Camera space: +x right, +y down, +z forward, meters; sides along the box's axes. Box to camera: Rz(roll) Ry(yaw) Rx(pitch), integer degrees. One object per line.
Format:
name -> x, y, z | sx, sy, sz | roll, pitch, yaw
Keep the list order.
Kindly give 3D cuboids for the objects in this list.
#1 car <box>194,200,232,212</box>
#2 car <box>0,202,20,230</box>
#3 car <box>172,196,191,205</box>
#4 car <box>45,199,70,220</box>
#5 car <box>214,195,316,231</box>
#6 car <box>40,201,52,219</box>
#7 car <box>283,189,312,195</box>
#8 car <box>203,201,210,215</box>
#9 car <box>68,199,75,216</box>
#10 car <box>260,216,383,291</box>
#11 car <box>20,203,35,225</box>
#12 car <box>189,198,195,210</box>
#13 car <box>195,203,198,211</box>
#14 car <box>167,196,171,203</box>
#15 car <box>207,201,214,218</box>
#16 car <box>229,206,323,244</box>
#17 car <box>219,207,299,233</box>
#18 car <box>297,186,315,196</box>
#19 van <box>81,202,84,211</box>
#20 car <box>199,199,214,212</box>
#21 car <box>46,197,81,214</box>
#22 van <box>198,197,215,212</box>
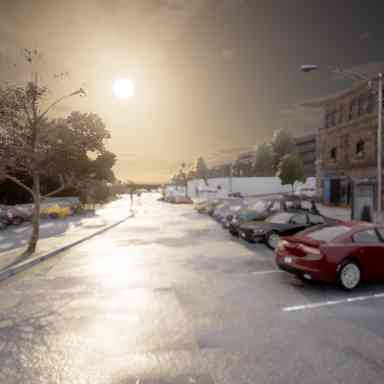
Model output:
car -> 2.860, 1.874, 45.242 | 4.792, 1.488, 2.163 | 1, -1, -25
car -> -13.994, 1.569, 21.505 | 4.553, 1.767, 2.185 | -1, 0, -22
car -> -1.892, 2.224, 82.810 | 4.553, 1.767, 2.185 | 1, -1, -30
car -> -14.358, 1.766, 30.443 | 5.366, 1.575, 1.946 | -1, -1, -24
car -> 4.391, 1.372, 18.128 | 5.566, 2.045, 2.435 | 1, 0, -22
car -> -14.337, 1.786, 27.408 | 4.674, 1.452, 2.002 | -1, 0, -23
car -> 17.626, 0.655, 57.281 | 2.002, 1.452, 4.674 | -6, 3, -30
car -> 3.814, 1.759, 30.213 | 4.674, 1.452, 2.002 | 1, -1, -24
car -> -14.896, 1.795, 33.243 | 5.366, 1.575, 1.946 | -1, 0, -24
car -> 4.660, 1.553, 9.085 | 5.008, 1.535, 2.097 | 1, -1, -21
car -> -14.167, 1.760, 24.452 | 4.674, 1.452, 2.002 | -1, 0, -23
car -> 2.772, 1.809, 42.182 | 5.366, 1.575, 1.946 | 1, 0, -25
car -> 3.218, 1.666, 39.264 | 4.553, 1.767, 2.185 | 1, 0, -25
car -> -2.901, 2.137, 88.740 | 5.566, 2.045, 2.435 | 1, 0, -30
car -> 3.996, 1.735, 27.194 | 4.674, 1.452, 2.002 | 1, 0, -23
car -> 4.521, 1.600, 15.121 | 5.008, 1.535, 2.097 | 1, 0, -22
car -> 4.286, 1.688, 21.164 | 4.674, 1.452, 2.002 | 1, -1, -23
car -> 20.578, 0.079, 57.772 | 2.435, 2.045, 5.566 | -6, 3, -30
van -> -15.081, 1.620, 39.275 | 4.442, 1.987, 1.878 | -1, -1, -24
car -> 3.634, 1.744, 33.226 | 4.892, 1.521, 2.231 | 1, 0, -24
car -> -14.916, 1.696, 36.285 | 4.553, 1.767, 2.185 | -1, 0, -24
van -> 3.315, 1.540, 36.191 | 4.442, 1.987, 1.878 | 1, 0, -24
